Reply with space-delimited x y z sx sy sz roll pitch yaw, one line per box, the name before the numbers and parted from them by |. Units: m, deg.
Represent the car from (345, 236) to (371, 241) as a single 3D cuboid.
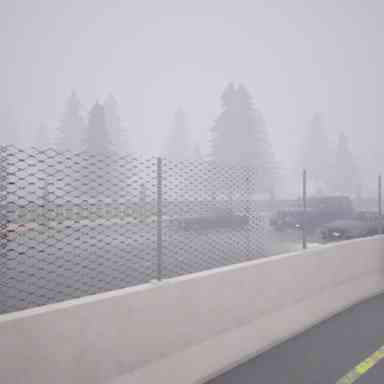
car | 7.633 1.564 14.923 4.181 1.385 1.994 0 0 -34
